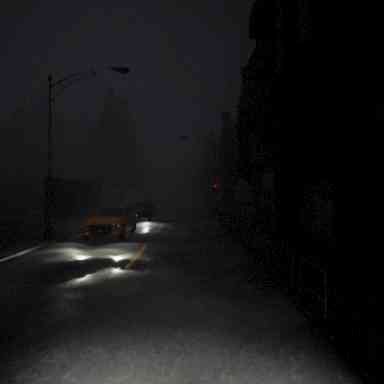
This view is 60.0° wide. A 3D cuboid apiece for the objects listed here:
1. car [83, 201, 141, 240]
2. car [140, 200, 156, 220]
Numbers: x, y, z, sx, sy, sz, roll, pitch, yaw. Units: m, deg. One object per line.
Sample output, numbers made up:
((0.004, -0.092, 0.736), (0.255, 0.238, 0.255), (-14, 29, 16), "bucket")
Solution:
((-4.089, 1.456, 17.223), (1.882, 1.535, 5.008), (0, 0, 0), "car")
((-4.052, 1.470, 27.251), (1.837, 1.490, 4.892), (0, 0, 1), "car")
